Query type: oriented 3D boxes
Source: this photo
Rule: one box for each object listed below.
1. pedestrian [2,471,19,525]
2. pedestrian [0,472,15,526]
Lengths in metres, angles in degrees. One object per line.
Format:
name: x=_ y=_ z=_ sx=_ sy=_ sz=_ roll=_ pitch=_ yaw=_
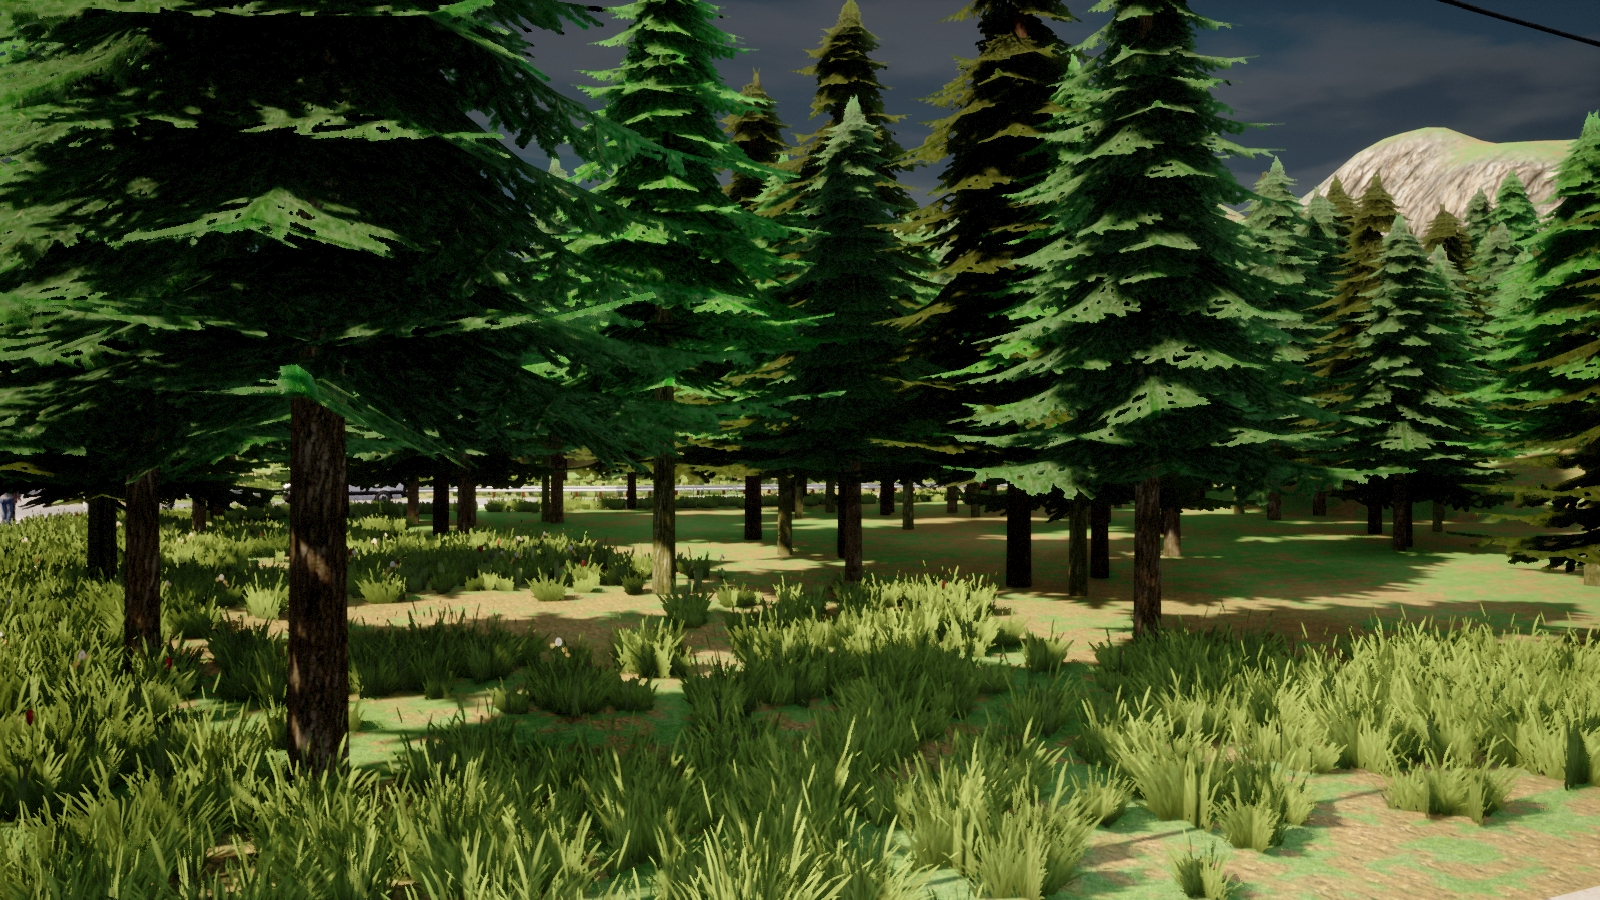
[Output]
pedestrian: x=-27.930 y=1.694 z=40.419 sx=0.375 sy=1.860 sz=0.375 roll=0 pitch=0 yaw=-15
pedestrian: x=-27.439 y=1.694 z=39.548 sx=0.375 sy=1.860 sz=0.375 roll=0 pitch=0 yaw=-23
